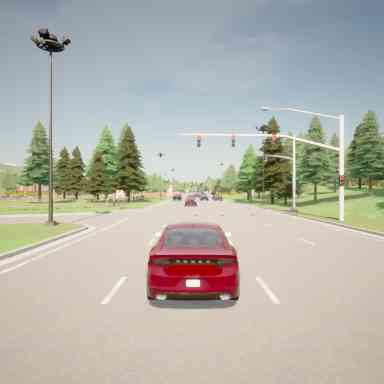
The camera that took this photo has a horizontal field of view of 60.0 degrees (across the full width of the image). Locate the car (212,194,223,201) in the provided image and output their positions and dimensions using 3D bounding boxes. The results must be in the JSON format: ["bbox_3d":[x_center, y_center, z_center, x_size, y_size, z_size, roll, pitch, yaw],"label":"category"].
[{"bbox_3d":[6.684,1.516,83.660,2.128,1.511,4.902,0,0,0],"label":"car"}]

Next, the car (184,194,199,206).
[{"bbox_3d":[-0.199,1.525,53.020,1.812,1.442,4.674,0,0,0],"label":"car"}]

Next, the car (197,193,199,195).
[{"bbox_3d":[3.145,1.357,94.066,2.128,1.511,4.902,0,0,0],"label":"car"}]

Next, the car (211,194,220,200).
[{"bbox_3d":[6.645,1.372,94.080,2.033,1.411,5.357,0,0,0],"label":"car"}]

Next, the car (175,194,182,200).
[{"bbox_3d":[-3.855,1.310,94.040,1.882,1.535,5.008,0,0,0],"label":"car"}]

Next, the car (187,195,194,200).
[{"bbox_3d":[-0.355,1.427,94.083,1.895,1.301,4.718,0,0,0],"label":"car"}]

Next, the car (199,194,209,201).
[{"bbox_3d":[3.183,1.516,84.063,1.812,1.442,4.674,0,0,0],"label":"car"}]

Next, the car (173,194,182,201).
[{"bbox_3d":[-3.816,1.469,83.620,1.882,1.535,5.008,0,0,0],"label":"car"}]

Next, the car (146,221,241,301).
[{"bbox_3d":[0.031,1.478,8.418,1.882,1.535,5.008,0,0,0],"label":"car"}]
